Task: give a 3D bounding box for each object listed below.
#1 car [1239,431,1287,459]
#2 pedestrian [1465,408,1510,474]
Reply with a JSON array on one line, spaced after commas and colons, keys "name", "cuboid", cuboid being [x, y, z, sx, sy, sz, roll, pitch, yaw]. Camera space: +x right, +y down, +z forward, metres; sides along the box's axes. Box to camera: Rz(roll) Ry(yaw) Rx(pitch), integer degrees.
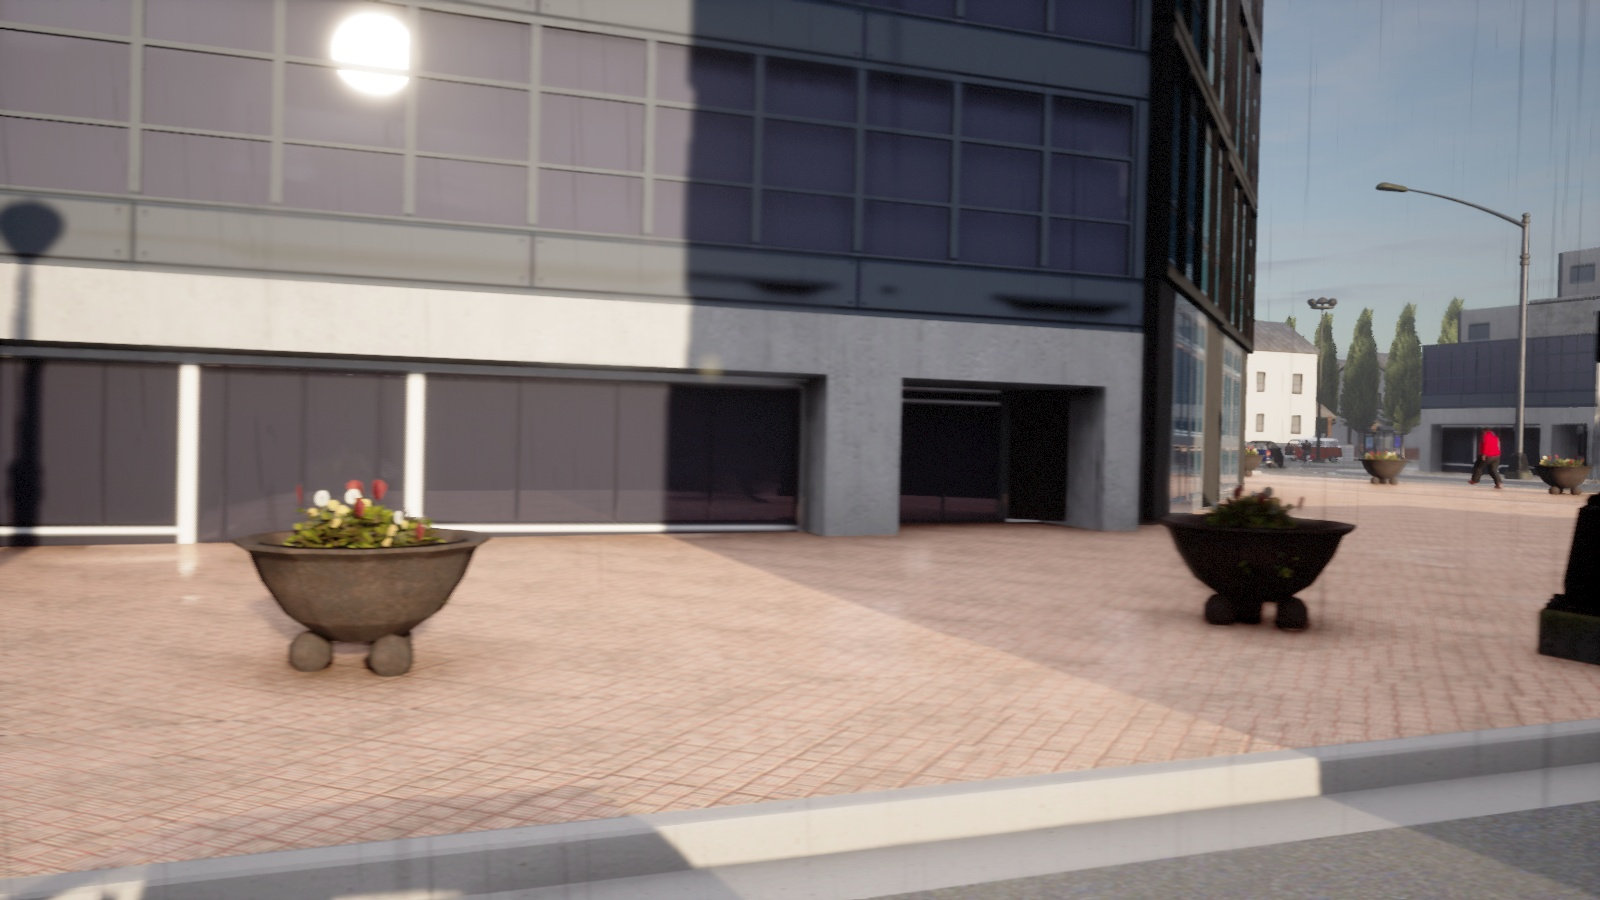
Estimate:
[{"name": "car", "cuboid": [26.651, -0.331, 72.179, 1.789, 1.549, 3.705, 1, 1, 33]}, {"name": "pedestrian", "cuboid": [19.480, -0.266, 35.601, 0.634, 1.844, 0.899, 0, 1, -21]}]
